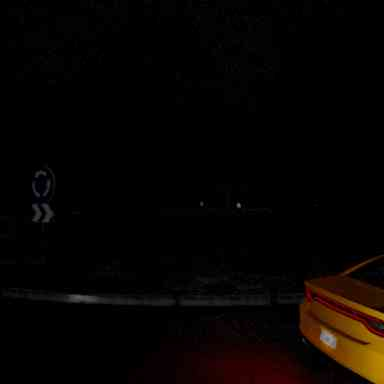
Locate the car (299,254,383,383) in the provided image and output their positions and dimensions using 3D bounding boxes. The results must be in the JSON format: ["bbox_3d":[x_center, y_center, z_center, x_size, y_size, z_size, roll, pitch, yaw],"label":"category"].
[{"bbox_3d":[3.896,1.488,4.387,5.008,1.535,1.882,0,0,-16],"label":"car"}]

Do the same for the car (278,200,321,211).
[{"bbox_3d":[12.572,1.572,39.413,4.718,1.301,1.895,-1,-1,37],"label":"car"}]
